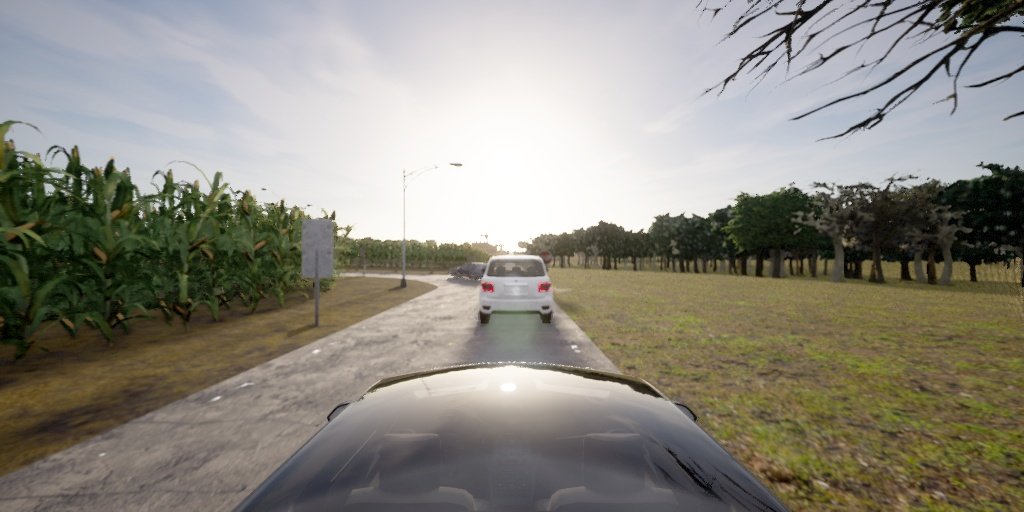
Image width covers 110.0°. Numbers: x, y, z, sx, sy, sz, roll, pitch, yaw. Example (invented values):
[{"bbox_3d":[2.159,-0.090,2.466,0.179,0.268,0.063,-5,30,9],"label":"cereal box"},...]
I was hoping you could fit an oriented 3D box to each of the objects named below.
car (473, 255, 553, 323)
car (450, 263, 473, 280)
[{"bbox_3d":[0.112,0.991,12.362,2.150,2.045,5.566,0,0,0],"label":"car"},{"bbox_3d":[-3.120,1.252,29.708,2.033,1.411,5.357,2,0,-37],"label":"car"}]
